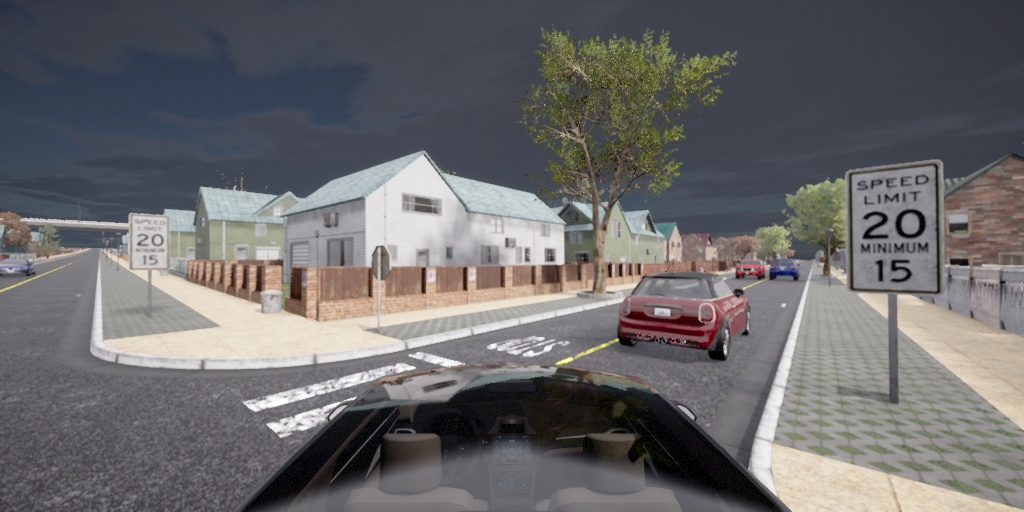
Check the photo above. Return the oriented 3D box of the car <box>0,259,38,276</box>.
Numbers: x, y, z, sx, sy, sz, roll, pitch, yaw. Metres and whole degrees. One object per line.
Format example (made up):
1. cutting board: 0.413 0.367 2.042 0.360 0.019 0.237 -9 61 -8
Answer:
1. car: -42.115 0.962 30.393 4.674 1.442 1.812 1 0 41

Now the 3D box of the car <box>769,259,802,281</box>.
1. car: 26.814 1.305 35.298 2.150 2.045 5.566 -1 -1 40

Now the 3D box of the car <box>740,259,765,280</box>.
1. car: 24.972 1.337 37.493 2.150 2.045 5.566 -1 -1 40

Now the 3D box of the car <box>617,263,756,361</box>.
1. car: 4.383 1.164 8.811 2.097 1.767 4.553 -1 -1 40
